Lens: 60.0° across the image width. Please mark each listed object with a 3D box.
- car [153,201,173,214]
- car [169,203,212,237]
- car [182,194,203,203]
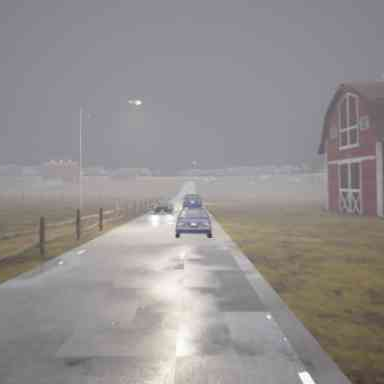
[{"bbox_3d":[-2.876,1.572,34.471,1.895,1.301,4.718,0,0,0],"label":"car"},{"bbox_3d":[0.083,1.535,17.872,2.033,1.411,5.357,0,0,0],"label":"car"},{"bbox_3d":[0.050,1.188,37.656,2.150,2.045,5.566,0,0,0],"label":"car"}]
